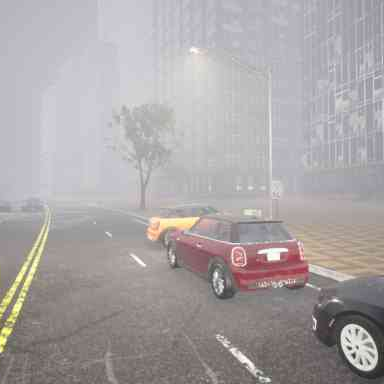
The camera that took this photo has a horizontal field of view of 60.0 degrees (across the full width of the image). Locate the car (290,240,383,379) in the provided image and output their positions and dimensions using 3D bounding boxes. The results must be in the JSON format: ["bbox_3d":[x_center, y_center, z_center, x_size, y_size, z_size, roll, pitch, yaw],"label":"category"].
[{"bbox_3d":[3.620,1.505,3.359,1.837,1.490,4.892,0,0,-35],"label":"car"}]

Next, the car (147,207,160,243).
[{"bbox_3d":[0.392,1.276,14.407,4.553,1.767,2.097,-3,1,-18],"label":"car"}]

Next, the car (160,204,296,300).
[{"bbox_3d":[0.887,1.355,8.831,2.097,1.767,4.553,0,0,-22],"label":"car"}]

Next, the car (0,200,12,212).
[{"bbox_3d":[-21.773,1.602,38.030,1.994,1.385,4.181,0,0,-24],"label":"car"}]

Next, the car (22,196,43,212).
[{"bbox_3d":[-18.816,1.393,39.379,2.097,1.767,4.553,0,0,-24],"label":"car"}]
